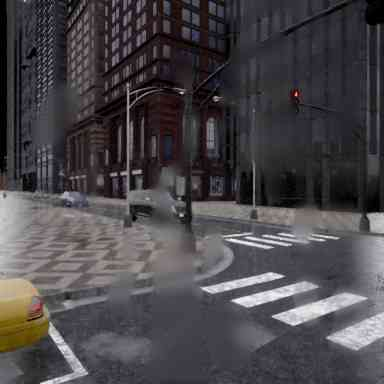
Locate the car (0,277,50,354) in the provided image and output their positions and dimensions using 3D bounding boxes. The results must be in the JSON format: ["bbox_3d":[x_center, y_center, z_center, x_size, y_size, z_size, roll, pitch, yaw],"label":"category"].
[{"bbox_3d":[-4.223,1.525,3.643,4.829,1.417,1.752,0,0,-35],"label":"car"}]

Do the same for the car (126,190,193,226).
[{"bbox_3d":[-2.192,0.899,20.837,2.150,2.045,5.566,0,1,-36],"label":"car"}]

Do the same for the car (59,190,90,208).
[{"bbox_3d":[-12.438,0.710,35.137,2.097,1.767,4.553,0,1,-36],"label":"car"}]
